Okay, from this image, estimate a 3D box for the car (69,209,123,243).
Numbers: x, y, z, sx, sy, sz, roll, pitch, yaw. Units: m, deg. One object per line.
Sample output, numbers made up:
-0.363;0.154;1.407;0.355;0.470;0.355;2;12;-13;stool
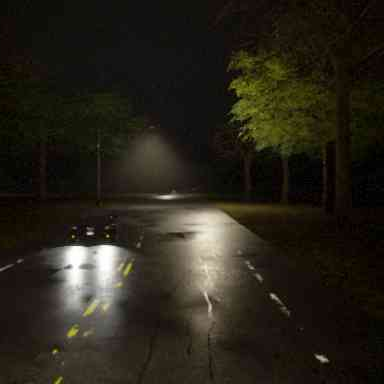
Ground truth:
-4.454;1.528;15.850;1.994;1.385;4.181;0;0;-6;car
